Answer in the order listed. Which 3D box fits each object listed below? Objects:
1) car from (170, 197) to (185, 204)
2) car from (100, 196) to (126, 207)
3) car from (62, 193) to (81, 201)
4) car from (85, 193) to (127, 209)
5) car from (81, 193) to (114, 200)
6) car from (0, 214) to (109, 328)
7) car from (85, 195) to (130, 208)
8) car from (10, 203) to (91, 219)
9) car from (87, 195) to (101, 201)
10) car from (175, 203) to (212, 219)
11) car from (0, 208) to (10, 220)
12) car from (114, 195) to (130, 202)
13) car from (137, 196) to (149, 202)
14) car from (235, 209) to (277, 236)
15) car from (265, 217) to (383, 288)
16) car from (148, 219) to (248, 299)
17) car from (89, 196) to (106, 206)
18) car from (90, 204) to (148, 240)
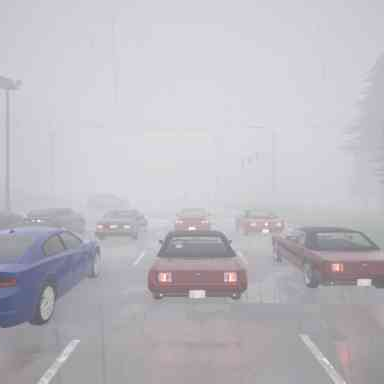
[{"bbox_3d":[-2.677,1.547,62.136,2.033,1.411,5.357,0,0,-16],"label":"car"},{"bbox_3d":[-12.796,1.492,53.921,2.128,1.511,4.902,1,0,13],"label":"car"},{"bbox_3d":[-30.662,1.225,85.618,5.566,2.045,2.150,0,0,42],"label":"car"},{"bbox_3d":[-11.925,1.221,46.579,2.150,2.045,5.566,1,1,36],"label":"car"},{"bbox_3d":[-10.698,1.221,42.362,5.566,2.045,2.150,0,1,-45],"label":"car"},{"bbox_3d":[-3.407,1.478,7.118,1.882,1.535,5.008,0,0,0],"label":"car"},{"bbox_3d":[-9.489,1.491,38.985,4.902,1.511,2.128,0,0,-40],"label":"car"},{"bbox_3d":[-6.935,1.505,16.975,1.837,1.490,4.892,0,0,0],"label":"car"},{"bbox_3d":[-24.964,1.552,84.794,1.994,1.385,4.181,0,0,-41],"label":"car"},{"bbox_3d":[0.053,1.526,17.479,1.812,1.442,4.674,0,0,1],"label":"car"},{"bbox_3d":[-10.436,1.491,16.959,2.128,1.511,4.902,0,0,0],"label":"car"},{"bbox_3d":[-16.617,1.540,78.860,2.033,1.411,5.357,0,0,-30],"label":"car"},{"bbox_3d":[-11.130,1.553,75.480,1.994,1.385,4.181,0,0,-23],"label":"car"},{"bbox_3d":[3.542,1.601,18.336,1.895,1.301,4.718,0,0,-1],"label":"car"},{"bbox_3d":[3.592,1.601,9.168,1.895,1.301,4.718,0,0,0],"label":"car"},{"bbox_3d":[0.091,1.601,8.376,1.895,1.301,4.718,0,0,0],"label":"car"},{"bbox_3d":[-16.193,1.525,57.127,1.812,1.442,4.674,1,0,-5],"label":"car"},{"bbox_3d":[-3.429,1.547,16.928,2.033,1.411,5.357,0,0,0],"label":"car"}]
